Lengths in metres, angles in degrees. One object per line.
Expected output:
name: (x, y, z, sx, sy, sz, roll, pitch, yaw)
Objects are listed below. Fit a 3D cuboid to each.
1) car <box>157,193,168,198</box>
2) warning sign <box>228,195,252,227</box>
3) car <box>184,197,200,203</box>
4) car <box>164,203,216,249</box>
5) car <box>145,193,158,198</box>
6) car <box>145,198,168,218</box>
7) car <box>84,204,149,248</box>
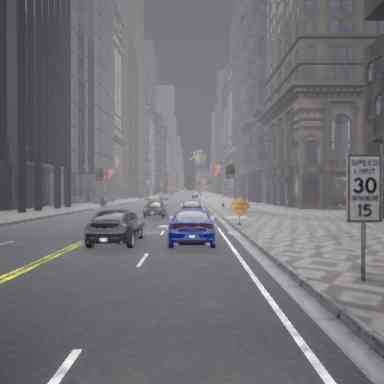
car: (-6.499, 1.489, 76.671, 1.895, 1.301, 4.718, 0, 0, 0)
warning sign: (2.858, 1.109, 19.995, 1.300, 1.860, 1.060, 1, 1, 0)
car: (0.000, 1.475, 29.652, 1.882, 1.535, 5.008, 0, 0, 0)
car: (0.000, 1.480, 14.651, 1.882, 1.535, 5.008, 0, 0, 0)
car: (-9.750, 1.372, 76.701, 1.882, 1.535, 5.008, 0, 0, 0)
car: (-3.250, 1.523, 29.652, 1.812, 1.442, 4.674, 0, 0, 0)
car: (-3.250, 1.512, 14.651, 1.837, 1.490, 4.892, 0, 0, 0)
